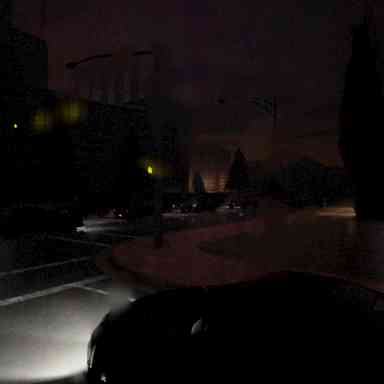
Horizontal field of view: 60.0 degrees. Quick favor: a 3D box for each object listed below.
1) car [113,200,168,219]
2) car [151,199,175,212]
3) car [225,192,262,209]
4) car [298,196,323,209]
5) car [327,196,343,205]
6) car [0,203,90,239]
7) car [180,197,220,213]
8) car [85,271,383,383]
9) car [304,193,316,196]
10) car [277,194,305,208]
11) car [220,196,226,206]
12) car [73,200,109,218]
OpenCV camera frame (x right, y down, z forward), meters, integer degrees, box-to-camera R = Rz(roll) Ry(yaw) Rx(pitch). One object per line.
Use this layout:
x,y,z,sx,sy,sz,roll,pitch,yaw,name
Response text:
-4.600,1.600,29.079,1.895,1.301,4.718,0,0,36,car
-3.884,1.504,36.023,1.837,1.490,4.892,0,0,36,car
7.016,1.221,45.069,2.150,2.045,5.566,0,0,36,car
16.652,1.562,46.105,1.994,1.385,4.181,0,0,36,car
24.487,1.491,56.901,2.128,1.511,4.902,0,0,36,car
-8.415,1.547,17.523,2.033,1.411,5.357,0,0,36,car
0.717,1.351,36.409,2.097,1.767,4.553,0,0,36,car
0.837,1.564,3.403,4.181,1.385,1.994,0,0,35,car
21.524,1.491,58.778,2.128,1.511,4.902,0,0,36,car
14.929,1.503,49.688,1.837,1.490,4.892,0,0,36,car
1.854,1.547,43.926,2.033,1.411,5.357,0,0,36,car
-9.403,1.477,28.435,1.882,1.535,5.008,0,0,36,car
